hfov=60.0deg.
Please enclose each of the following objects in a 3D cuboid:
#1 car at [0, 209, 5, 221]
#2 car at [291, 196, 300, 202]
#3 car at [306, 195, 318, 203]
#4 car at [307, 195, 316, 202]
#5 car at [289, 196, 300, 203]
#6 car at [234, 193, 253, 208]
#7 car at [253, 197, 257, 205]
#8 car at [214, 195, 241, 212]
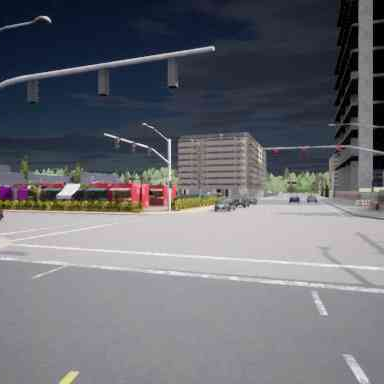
[{"bbox_3d":[-17.110,1.533,26.133,5.008,1.535,1.882,0,0,19],"label":"car"},{"bbox_3d":[24.386,1.552,78.420,1.994,1.385,4.181,0,0,18],"label":"car"},{"bbox_3d":[24.552,1.541,67.777,2.033,1.411,5.357,0,0,18],"label":"car"},{"bbox_3d":[27.816,1.524,77.642,1.812,1.442,4.674,0,0,18],"label":"car"},{"bbox_3d":[21.119,1.477,68.553,1.882,1.535,5.008,0,0,18],"label":"car"},{"bbox_3d":[7.142,1.221,49.073,2.150,2.045,5.566,0,0,18],"label":"car"},{"bbox_3d":[10.340,1.564,58.608,1.994,1.385,4.181,0,0,19],"label":"car"},{"bbox_3d":[4.011,1.491,39.679,2.128,1.511,4.902,0,0,18],"label":"car"}]
